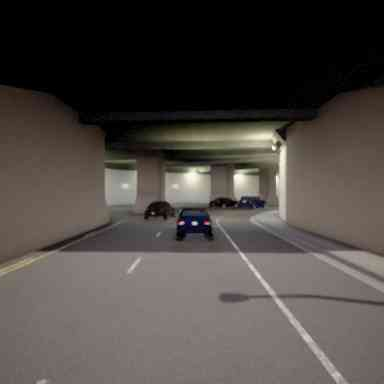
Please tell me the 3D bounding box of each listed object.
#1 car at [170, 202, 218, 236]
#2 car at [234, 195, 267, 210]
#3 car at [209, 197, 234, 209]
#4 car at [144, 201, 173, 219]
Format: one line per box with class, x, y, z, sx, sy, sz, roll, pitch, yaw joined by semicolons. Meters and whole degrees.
car;0.119;1.508;18.023;2.033;1.411;5.357;0;0;0
car;7.739;1.263;42.195;2.097;1.767;4.553;0;0;39
car;4.182;1.385;43.373;1.882;1.535;5.008;0;0;38
car;-2.657;1.464;28.037;1.812;1.442;4.674;0;0;9
